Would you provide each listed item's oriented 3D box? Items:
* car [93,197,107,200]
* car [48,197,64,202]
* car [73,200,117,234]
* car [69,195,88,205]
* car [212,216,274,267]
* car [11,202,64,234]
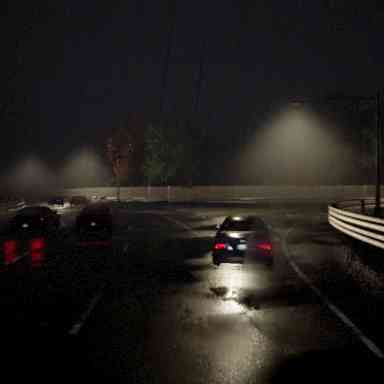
[{"bbox_3d":[-15.768,1.512,56.825,1.812,1.442,4.674,0,0,-33],"label":"car"},{"bbox_3d":[-21.788,1.515,53.254,1.837,1.490,4.892,0,0,-33],"label":"car"},{"bbox_3d":[-5.453,1.473,19.360,1.882,1.535,5.008,0,0,-10],"label":"car"},{"bbox_3d":[-18.762,1.350,55.014,2.097,1.767,4.553,0,0,-33],"label":"car"},{"bbox_3d":[1.775,1.528,11.453,2.033,1.411,5.357,0,0,9],"label":"car"},{"bbox_3d":[-9.001,1.533,19.392,1.812,1.442,4.674,0,0,-10],"label":"car"}]
